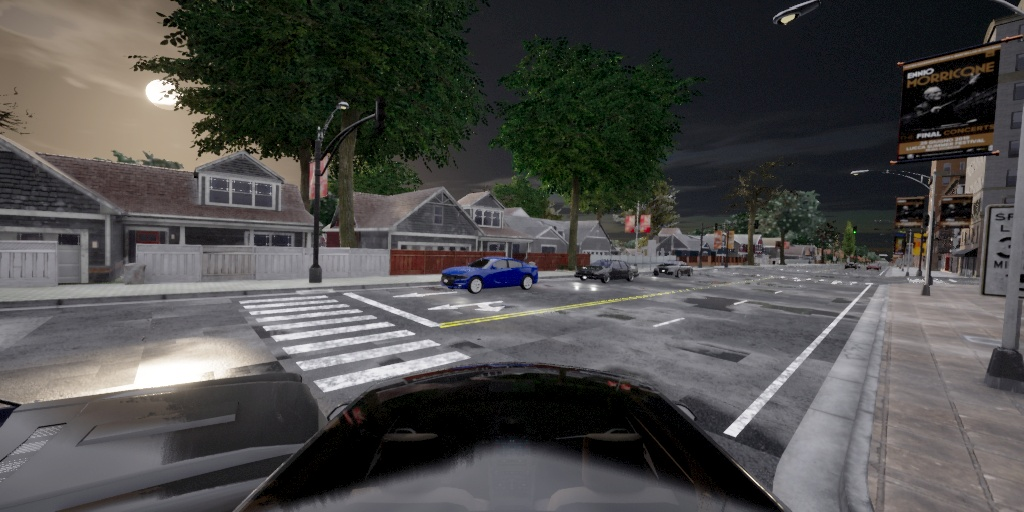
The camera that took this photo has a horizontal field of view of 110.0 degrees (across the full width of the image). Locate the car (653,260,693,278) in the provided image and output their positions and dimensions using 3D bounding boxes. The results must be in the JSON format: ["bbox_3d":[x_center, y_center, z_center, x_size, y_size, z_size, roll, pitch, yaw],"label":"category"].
[{"bbox_3d":[13.630,1.033,30.251,4.181,1.385,1.994,1,2,-44],"label":"car"}]

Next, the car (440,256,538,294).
[{"bbox_3d":[-0.917,0.780,16.602,5.008,1.535,1.882,1,2,-43],"label":"car"}]

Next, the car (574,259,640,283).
[{"bbox_3d":[6.341,0.931,23.426,5.357,1.411,2.033,1,2,-43],"label":"car"}]

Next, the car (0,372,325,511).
[{"bbox_3d":[-3.317,1.272,1.448,4.718,1.301,1.895,1,2,-33],"label":"car"}]
